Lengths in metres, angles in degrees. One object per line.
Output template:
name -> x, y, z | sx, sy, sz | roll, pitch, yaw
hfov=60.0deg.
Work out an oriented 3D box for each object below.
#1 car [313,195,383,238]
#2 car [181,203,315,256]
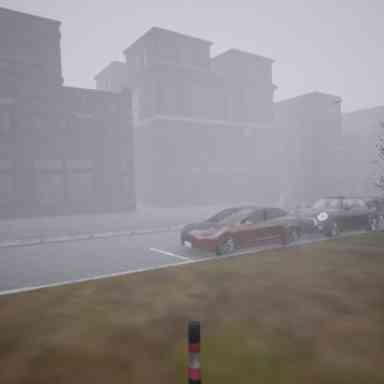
car -> 6.428, 0.979, 15.173 | 4.553, 1.767, 2.185 | -1, 0, -33
car -> 1.878, 1.249, 11.907 | 4.792, 1.488, 2.163 | -1, 1, -33
